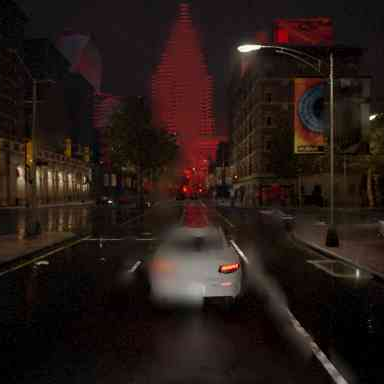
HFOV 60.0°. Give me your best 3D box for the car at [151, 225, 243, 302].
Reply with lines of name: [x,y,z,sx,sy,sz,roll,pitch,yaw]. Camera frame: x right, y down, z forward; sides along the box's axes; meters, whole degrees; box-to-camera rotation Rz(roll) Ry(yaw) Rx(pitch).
car: [0.114,1.526,8.122,1.812,1.442,4.674,0,0,1]

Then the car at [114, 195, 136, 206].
car: [-11.324,1.478,56.724,1.882,1.535,5.008,0,0,0]

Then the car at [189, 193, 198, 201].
car: [0.400,1.355,86.898,2.097,1.767,4.553,0,0,0]

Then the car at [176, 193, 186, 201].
car: [-3.098,1.552,87.296,1.994,1.385,4.181,0,0,0]

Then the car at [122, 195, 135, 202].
car: [-14.647,1.478,76.742,1.882,1.535,5.008,0,0,0]

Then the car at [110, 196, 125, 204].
car: [-14.711,1.505,66.328,1.837,1.490,4.892,0,0,1]

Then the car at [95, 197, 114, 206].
car: [-14.823,1.547,56.789,2.033,1.411,5.357,0,0,0]

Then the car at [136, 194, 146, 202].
car: [-11.214,1.547,66.537,2.033,1.411,5.357,0,0,1]

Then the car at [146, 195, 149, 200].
car: [-11.147,1.355,76.757,2.097,1.767,4.553,0,0,0]

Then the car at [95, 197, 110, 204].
car: [-17.943,1.595,66.873,1.895,1.301,4.718,0,0,0]

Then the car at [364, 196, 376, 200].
car: [34.758,1.481,68.023,2.231,1.521,4.892,0,0,0]
